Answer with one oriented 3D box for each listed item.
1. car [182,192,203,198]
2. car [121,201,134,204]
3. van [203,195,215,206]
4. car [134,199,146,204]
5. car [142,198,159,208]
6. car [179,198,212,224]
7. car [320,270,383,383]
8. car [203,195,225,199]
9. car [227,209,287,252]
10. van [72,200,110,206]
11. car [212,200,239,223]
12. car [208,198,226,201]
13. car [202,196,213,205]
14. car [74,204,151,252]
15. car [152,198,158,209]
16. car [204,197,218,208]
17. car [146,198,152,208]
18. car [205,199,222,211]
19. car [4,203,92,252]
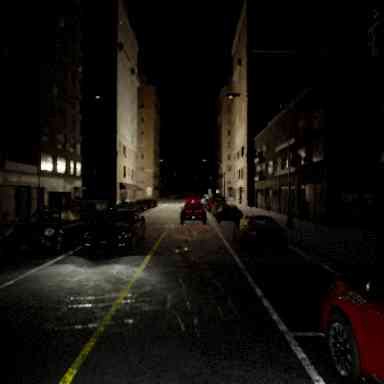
[{"bbox_3d":[0.103,1.215,44.215,2.150,2.045,5.566,0,0,0],"label":"car"},{"bbox_3d":[-5.849,1.579,24.991,1.802,1.307,4.206,1,0,0],"label":"car"},{"bbox_3d":[2.682,1.333,53.352,1.690,1.788,3.998,1,0,0],"label":"van"},{"bbox_3d":[-5.848,1.547,30.664,2.008,1.369,4.403,1,0,0],"label":"car"},{"bbox_3d":[-5.846,1.538,47.683,1.887,1.381,4.507,1,0,0],"label":"car"},{"bbox_3d":[0.102,1.490,24.817,2.128,1.511,4.902,0,0,0],"label":"car"},{"bbox_3d":[2.678,1.314,2.292,2.192,1.841,5.009,1,0,0],"label":"car"},{"bbox_3d":[2.680,1.310,36.332,2.192,1.841,5.009,1,0,0],"label":"car"},{"bbox_3d":[2.676,1.580,13.638,1.802,1.307,4.206,1,0,0],"label":"car"},{"bbox_3d":[-5.847,1.338,19.318,1.690,1.788,3.998,1,0,0],"label":"van"},{"bbox_3d":[2.677,1.562,24.985,1.947,1.339,4.313,1,0,0],"label":"car"},{"bbox_3d":[2.678,1.521,30.829,1.752,1.417,4.829,1,0,0],"label":"car"},{"bbox_3d":[2.681,1.515,59.196,1.752,1.417,4.829,1,0,0],"label":"car"},{"bbox_3d":[-3.100,1.475,14.123,1.882,1.535,5.008,0,0,0],"label":"car"},{"bbox_3d":[-5.847,1.561,42.010,1.947,1.339,4.313,1,0,0],"label":"car"},{"bbox_3d":[2.680,1.518,47.849,1.752,1.417,4.829,1,0,0],"label":"car"},{"bbox_3d":[-5.848,1.561,36.337,1.947,1.339,4.313,1,0,0],"label":"car"},{"bbox_3d":[2.678,1.576,42.005,1.802,1.307,4.206,1,0,0],"label":"car"},{"bbox_3d":[-5.848,1.438,13.645,1.967,1.590,4.097,1,0,0],"label":"car"}]
